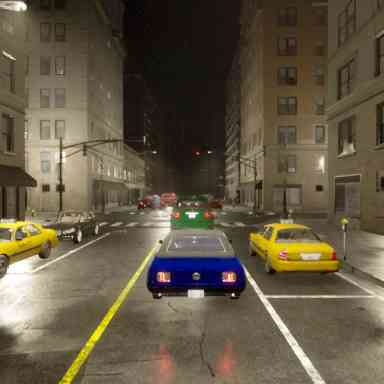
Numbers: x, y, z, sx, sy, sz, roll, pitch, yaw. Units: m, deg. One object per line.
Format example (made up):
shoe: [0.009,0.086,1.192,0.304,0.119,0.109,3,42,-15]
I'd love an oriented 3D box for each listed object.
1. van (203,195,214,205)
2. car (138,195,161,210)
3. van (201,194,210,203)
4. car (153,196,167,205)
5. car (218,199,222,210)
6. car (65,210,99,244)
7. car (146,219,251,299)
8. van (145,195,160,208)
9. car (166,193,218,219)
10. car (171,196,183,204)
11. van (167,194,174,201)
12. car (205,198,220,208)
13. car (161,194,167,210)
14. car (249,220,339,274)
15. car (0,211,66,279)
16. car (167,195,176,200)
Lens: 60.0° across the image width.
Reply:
van: [2.891,1.363,58.960,1.690,1.788,3.998,0,0,0]
car: [-5.645,1.328,42.462,2.192,1.841,5.009,0,0,0]
van: [2.897,1.368,69.963,1.690,1.788,3.998,0,0,0]
car: [-5.635,1.462,58.965,1.967,1.590,4.097,0,0,0]
car: [2.881,1.557,42.456,1.887,1.381,4.507,0,0,0]
car: [-5.660,1.552,15.687,2.008,1.369,4.403,0,0,0]
car: [0.087,1.601,8.387,1.895,1.301,4.718,0,0,0]
van: [-5.641,1.357,47.962,1.690,1.788,3.998,0,0,0]
car: [0.011,1.224,18.153,2.150,2.045,5.566,0,0,0]
car: [-2.985,1.518,66.711,2.128,1.511,4.902,0,0,1]
van: [-5.618,1.377,86.473,1.690,1.788,3.998,0,0,0]
car: [2.885,1.582,47.957,1.947,1.339,4.313,0,0,0]
car: [-3.080,1.235,43.722,2.150,2.045,5.566,0,0,0]
car: [2.862,1.526,10.326,1.752,1.417,4.829,0,0,0]
car: [-5.663,1.526,9.992,1.752,1.417,4.829,0,0,0]
car: [-5.615,1.591,91.973,2.008,1.369,4.403,0,0,0]
